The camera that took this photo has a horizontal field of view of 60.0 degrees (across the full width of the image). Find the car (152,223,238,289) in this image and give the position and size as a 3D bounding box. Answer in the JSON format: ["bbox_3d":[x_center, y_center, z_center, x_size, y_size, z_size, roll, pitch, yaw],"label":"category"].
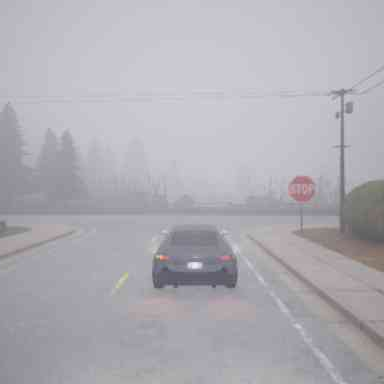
[{"bbox_3d":[0.071,1.529,9.106,1.994,1.385,4.181,0,0,0],"label":"car"}]
